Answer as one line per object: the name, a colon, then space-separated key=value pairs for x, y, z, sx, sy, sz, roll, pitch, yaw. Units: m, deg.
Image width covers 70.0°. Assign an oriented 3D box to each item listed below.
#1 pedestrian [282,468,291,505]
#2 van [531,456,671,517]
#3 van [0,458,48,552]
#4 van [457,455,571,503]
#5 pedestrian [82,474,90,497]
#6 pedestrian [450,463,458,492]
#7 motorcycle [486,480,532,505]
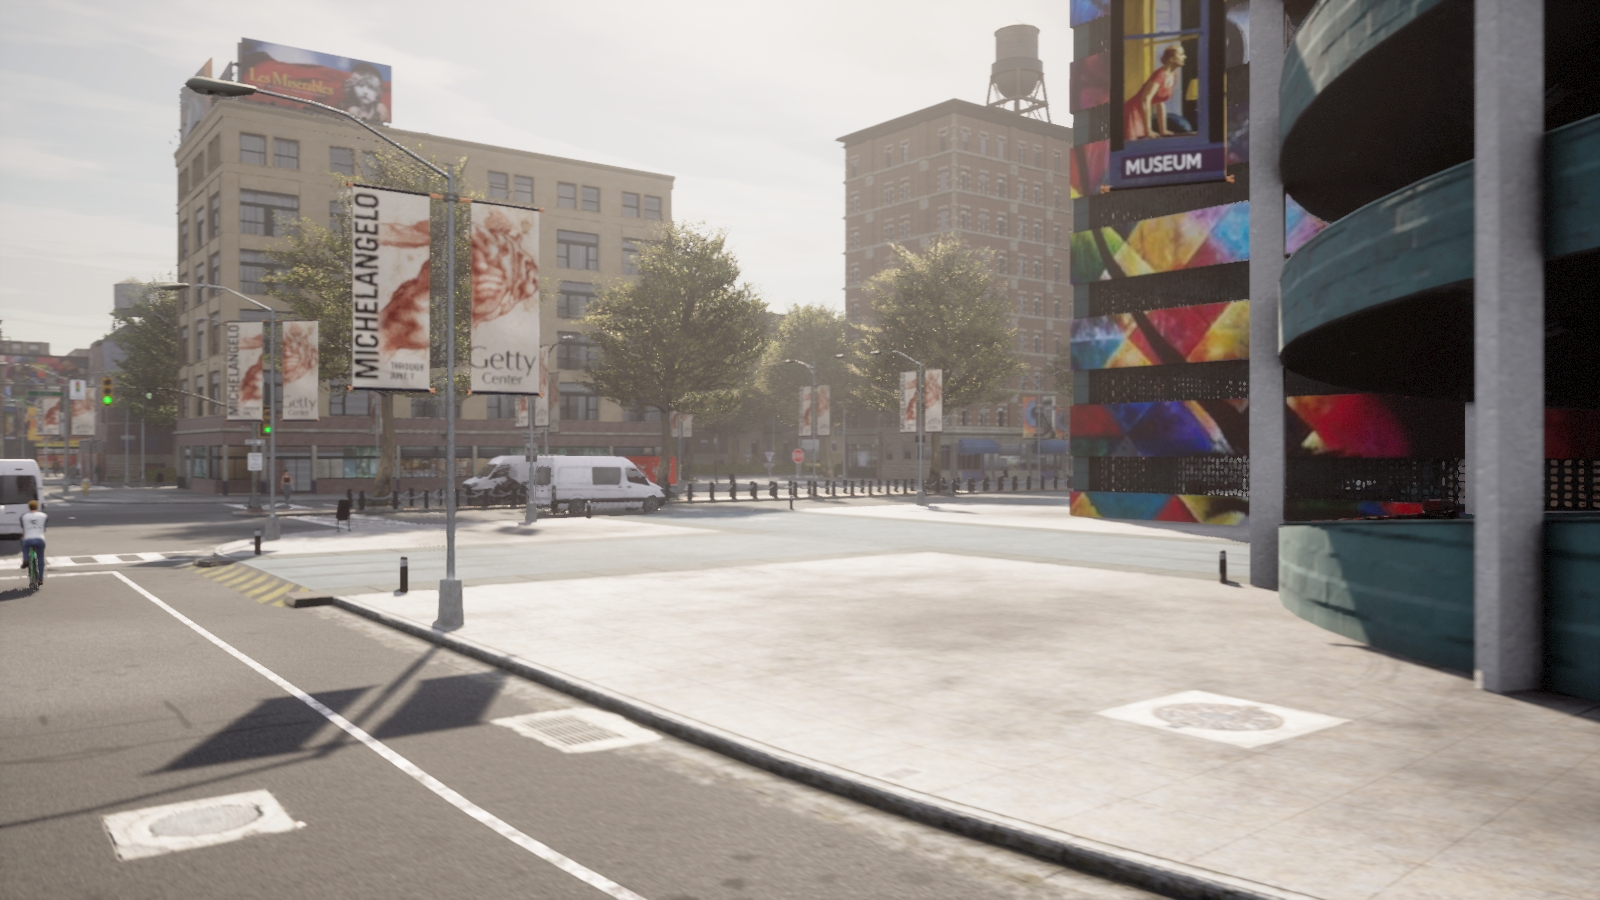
pedestrian: x=-26.042 y=1.870 z=57.947 sx=0.375 sy=1.860 sz=0.375 roll=0 pitch=0 yaw=-31
van: x=-8.797 y=1.559 z=50.972 sx=5.915 sy=2.561 sz=1.988 roll=0 pitch=0 yaw=-38
van: x=-23.870 y=1.544 z=34.082 sx=1.988 sy=2.561 sz=5.915 roll=0 pitch=0 yaw=-37
van: x=-16.048 y=1.564 z=64.275 sx=5.915 sy=2.561 sz=1.988 roll=0 pitch=0 yaw=-37
pedestrian: x=-40.530 y=1.997 z=64.849 sx=0.375 sy=1.300 sz=0.375 roll=0 pitch=0 yaw=-29
pedestrian: x=-21.798 y=1.729 z=72.021 sx=0.375 sy=1.860 sz=0.375 roll=0 pitch=0 yaw=-30
motorcycle: x=-15.362 y=2.233 z=60.403 sx=2.209 sy=1.251 sz=0.867 roll=0 pitch=0 yaw=-37
